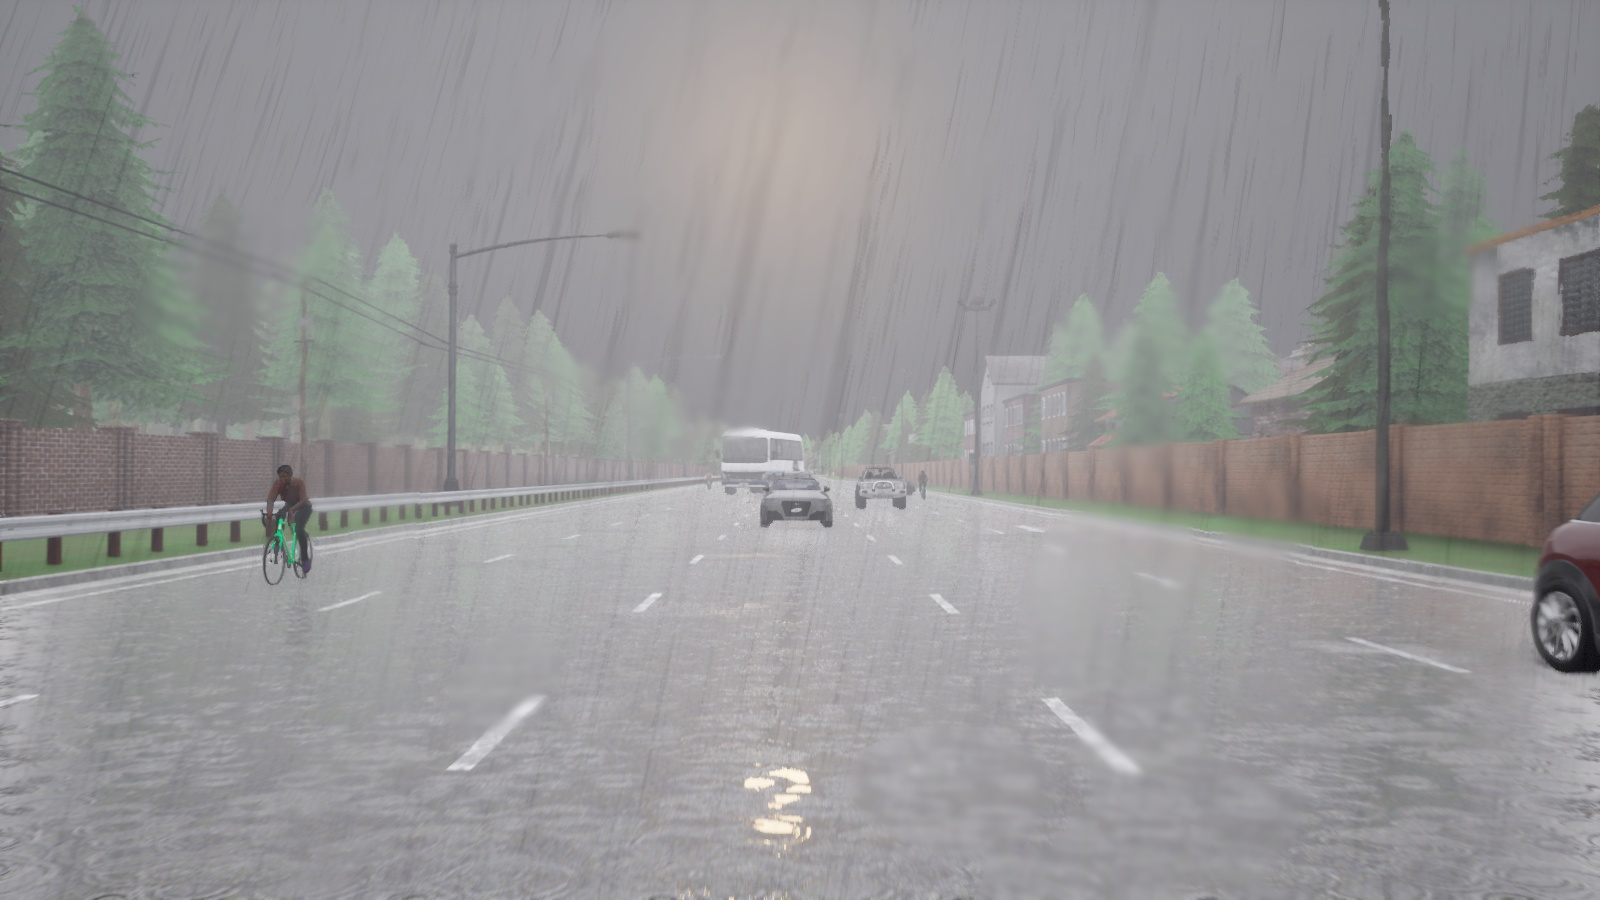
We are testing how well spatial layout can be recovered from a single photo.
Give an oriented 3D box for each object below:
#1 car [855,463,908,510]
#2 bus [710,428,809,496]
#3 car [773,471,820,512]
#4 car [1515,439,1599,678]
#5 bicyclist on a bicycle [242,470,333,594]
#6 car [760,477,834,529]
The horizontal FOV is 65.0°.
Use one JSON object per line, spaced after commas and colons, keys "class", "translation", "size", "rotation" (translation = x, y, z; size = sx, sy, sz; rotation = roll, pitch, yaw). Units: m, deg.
{"class": "car", "translation": [3.369, 1.501, 52.729], "size": [1.932, 1.855, 4.605], "rotation": [0, -1, 0]}
{"class": "bus", "translation": [-2.548, 0.863, 84.517], "size": [3.944, 4.253, 10.273], "rotation": [0, -1, 14]}
{"class": "car", "translation": [-0.123, 1.623, 49.549], "size": [1.789, 1.549, 3.705], "rotation": [0, -1, 0]}
{"class": "car", "translation": [6.979, 0.781, 8.115], "size": [2.097, 1.767, 4.553], "rotation": [0, -1, 0]}
{"class": "bicyclist on a bicycle", "translation": [-7.043, 1.086, 17.336], "size": [0.582, 1.620, 1.656], "rotation": [0, -1, 0]}
{"class": "car", "translation": [-0.089, 1.481, 35.980], "size": [1.994, 1.385, 4.181], "rotation": [0, -1, 0]}
